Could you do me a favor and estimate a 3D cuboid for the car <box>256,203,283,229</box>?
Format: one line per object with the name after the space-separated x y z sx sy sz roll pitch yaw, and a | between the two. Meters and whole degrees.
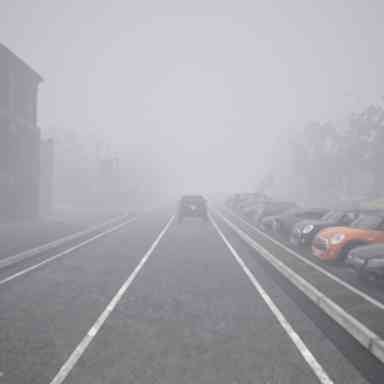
6.527 1.621 19.754 4.792 1.488 2.163 0 0 0 | car

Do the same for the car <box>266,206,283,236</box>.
6.565 1.640 16.966 4.792 1.488 2.163 0 0 0 | car

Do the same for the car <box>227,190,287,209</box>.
6.688 1.109 33.683 5.566 2.045 2.435 0 1 0 | car

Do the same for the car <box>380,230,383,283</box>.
6.447 1.598 5.822 5.008 1.535 2.097 0 0 0 | car

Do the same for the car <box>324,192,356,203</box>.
19.805 1.134 42.142 4.674 1.452 2.002 0 2 0 | car

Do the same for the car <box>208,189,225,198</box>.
6.645 0.598 74.646 4.792 1.488 2.163 0 2 0 | car

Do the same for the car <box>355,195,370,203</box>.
19.925 1.352 33.655 5.366 1.575 1.946 0 1 0 | car

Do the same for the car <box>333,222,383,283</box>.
6.477 1.654 8.611 4.674 1.452 2.002 0 0 0 | car

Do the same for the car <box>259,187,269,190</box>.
19.623 0.220 82.862 5.366 1.575 1.946 0 2 0 | car

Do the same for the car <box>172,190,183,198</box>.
-3.373 0.588 72.634 2.033 1.411 5.357 0 2 0 | car

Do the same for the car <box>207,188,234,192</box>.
6.698 0.454 77.418 5.008 1.535 2.097 0 2 0 | car

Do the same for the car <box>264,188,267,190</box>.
19.743 0.481 77.327 4.792 1.488 2.163 0 2 0 | car

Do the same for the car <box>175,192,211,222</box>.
0.063 1.227 26.334 2.150 2.045 5.566 0 0 0 | car

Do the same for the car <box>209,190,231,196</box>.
6.915 0.223 82.964 5.366 1.575 1.946 0 2 0 | car

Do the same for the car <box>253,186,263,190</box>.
19.874 -0.256 88.385 5.566 2.045 2.435 0 2 0 | car

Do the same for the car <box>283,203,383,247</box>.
6.546 1.495 14.178 4.553 1.767 2.185 0 0 0 | car

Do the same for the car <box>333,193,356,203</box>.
19.785 1.227 39.359 4.674 1.452 2.002 0 2 0 | car

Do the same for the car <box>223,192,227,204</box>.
6.751 1.133 42.045 4.792 1.488 2.163 0 2 0 | car

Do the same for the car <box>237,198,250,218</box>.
6.589 1.515 28.123 4.792 1.488 2.163 0 1 0 | car

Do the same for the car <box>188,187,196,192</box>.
-0.133 0.073 84.878 1.882 1.535 5.008 0 2 0 | car

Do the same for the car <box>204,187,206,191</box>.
6.580 -0.006 88.514 5.366 1.575 1.946 0 2 0 | car

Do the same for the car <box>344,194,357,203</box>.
19.789 1.307 36.448 4.792 1.488 2.163 0 2 0 | car

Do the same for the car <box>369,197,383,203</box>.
19.905 1.420 30.860 5.366 1.575 1.946 0 1 0 | car

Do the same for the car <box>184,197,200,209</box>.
0.029 1.422 44.461 1.994 1.385 4.181 0 0 0 | car

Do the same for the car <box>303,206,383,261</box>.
6.526 1.496 11.398 4.553 1.767 2.185 0 0 0 | car

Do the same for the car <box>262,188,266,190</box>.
19.788 0.377 80.095 4.674 1.452 2.002 0 2 0 | car

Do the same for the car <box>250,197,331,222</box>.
6.546 1.439 22.540 4.553 1.767 2.185 0 1 0 | car

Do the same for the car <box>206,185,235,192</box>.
6.739 0.089 80.181 5.566 2.045 2.435 0 2 0 | car

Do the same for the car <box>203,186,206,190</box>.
6.618 -0.237 94.182 5.366 1.575 1.946 0 2 0 | car

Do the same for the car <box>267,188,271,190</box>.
19.786 0.435 74.677 4.553 1.767 2.185 0 2 0 | car

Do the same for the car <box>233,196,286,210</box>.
6.633 1.429 30.901 4.892 1.521 2.231 0 1 0 | car

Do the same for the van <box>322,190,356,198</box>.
19.696 0.780 44.806 4.442 1.987 1.878 -1 2 0 | van

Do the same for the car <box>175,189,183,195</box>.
-3.382 0.049 88.428 1.895 1.301 4.718 0 2 0 | car

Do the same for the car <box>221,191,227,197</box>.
6.713 1.039 44.828 4.792 1.488 2.163 0 2 0 | car
